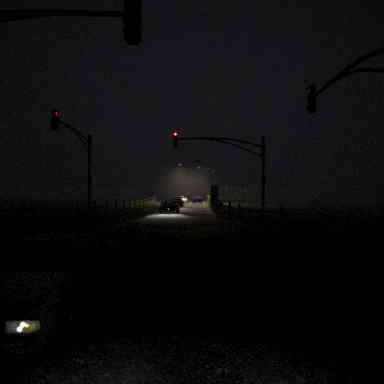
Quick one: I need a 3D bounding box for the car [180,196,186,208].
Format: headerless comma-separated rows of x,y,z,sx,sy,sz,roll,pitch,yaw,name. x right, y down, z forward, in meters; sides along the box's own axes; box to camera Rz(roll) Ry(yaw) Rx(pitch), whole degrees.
-2.175,1.537,48.252,1.812,1.442,4.674,0,0,1,car

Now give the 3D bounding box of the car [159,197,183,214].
-2.370,1.571,35.961,1.994,1.385,4.181,0,0,1,car

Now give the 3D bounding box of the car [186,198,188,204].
-1.831,1.543,65.656,1.812,1.442,4.674,0,0,1,car

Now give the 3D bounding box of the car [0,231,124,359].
-2.722,1.546,6.603,2.033,1.411,5.357,0,0,1,car

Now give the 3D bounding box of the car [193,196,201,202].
1.124,1.617,75.917,1.895,1.301,4.718,0,0,1,car

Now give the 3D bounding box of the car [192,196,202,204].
1.059,1.495,65.883,1.882,1.535,5.008,0,0,1,car
